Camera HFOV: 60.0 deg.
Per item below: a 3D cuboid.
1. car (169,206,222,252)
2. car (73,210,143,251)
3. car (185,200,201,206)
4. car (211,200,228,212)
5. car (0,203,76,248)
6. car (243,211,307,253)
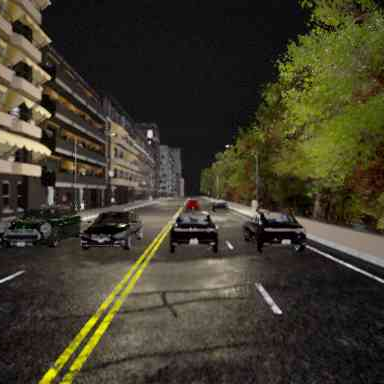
[{"bbox_3d":[0.077,1.553,14.099,2.128,1.511,4.902,0,0,0],"label":"car"},{"bbox_3d":[-3.319,1.568,14.578,1.837,1.490,4.892,0,-1,0],"label":"car"},{"bbox_3d":[0.124,1.712,42.347,1.812,1.442,4.674,0,0,0],"label":"car"},{"bbox_3d":[3.372,1.672,40.961,2.128,1.511,4.902,0,0,0],"label":"car"},{"bbox_3d":[-6.564,1.416,15.038,2.097,1.767,4.553,0,0,0],"label":"car"},{"bbox_3d":[3.328,1.552,14.103,2.128,1.511,4.902,0,0,0],"label":"car"}]
